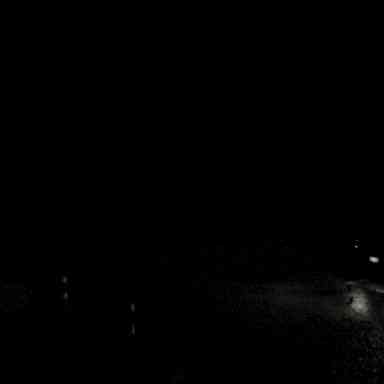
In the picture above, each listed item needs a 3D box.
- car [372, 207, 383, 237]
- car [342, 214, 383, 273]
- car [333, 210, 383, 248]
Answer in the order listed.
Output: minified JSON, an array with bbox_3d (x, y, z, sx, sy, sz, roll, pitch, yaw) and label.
[{"bbox_3d":[11.846,1.468,16.361,2.097,1.535,5.008,-4,-2,-20],"label":"car"},{"bbox_3d":[7.531,1.326,10.070,5.566,2.045,2.150,-4,-2,-20],"label":"car"},{"bbox_3d":[9.237,1.664,15.432,2.163,1.488,4.792,-4,-2,-20],"label":"car"}]
